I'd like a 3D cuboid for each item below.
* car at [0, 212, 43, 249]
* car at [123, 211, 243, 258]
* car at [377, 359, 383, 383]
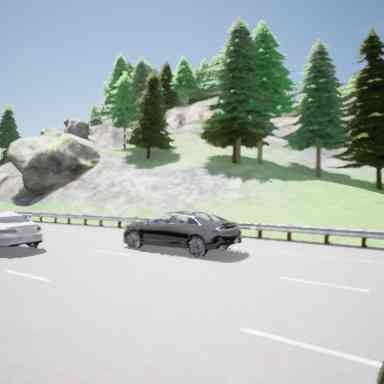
[{"bbox_3d":[-7.815,1.505,13.129,4.674,1.442,1.812,0,0,32],"label":"car"},{"bbox_3d":[-0.504,1.467,12.645,4.902,1.511,2.128,0,0,33],"label":"car"},{"bbox_3d":[3.164,1.558,1.632,4.181,1.385,1.994,0,0,36],"label":"car"}]
